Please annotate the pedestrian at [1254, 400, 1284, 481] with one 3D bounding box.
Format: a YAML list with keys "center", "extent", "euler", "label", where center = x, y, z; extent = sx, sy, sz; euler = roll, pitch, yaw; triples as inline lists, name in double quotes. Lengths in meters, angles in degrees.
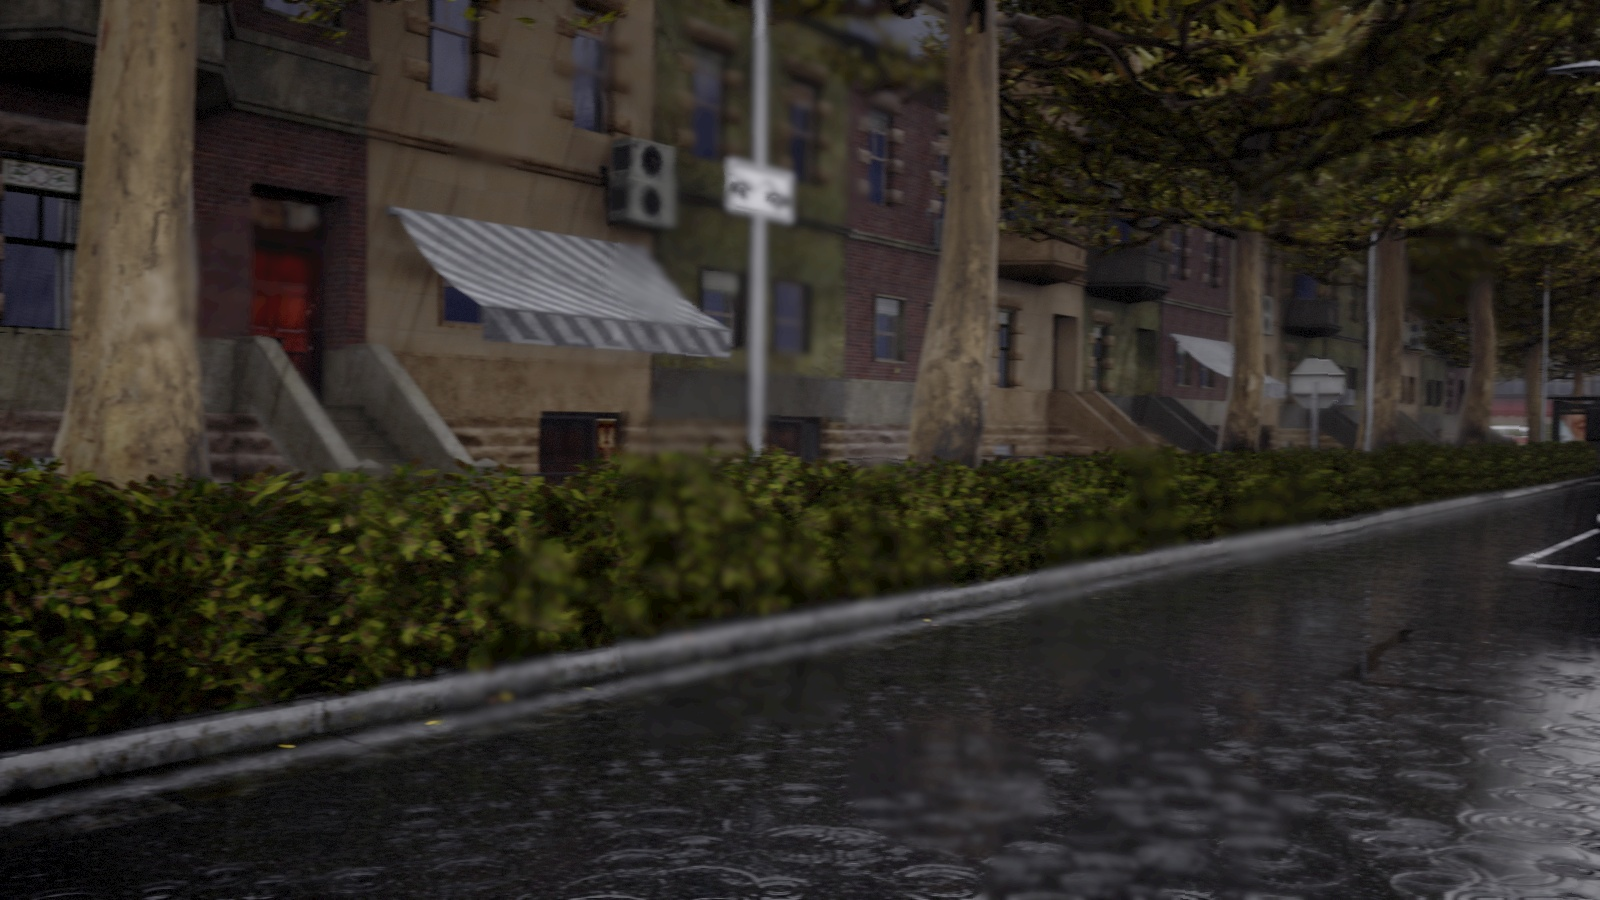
- center: [10.945, -0.229, 29.313]
  extent: [0.720, 1.854, 0.376]
  euler: [-2, 2, -43]
  label: "pedestrian"

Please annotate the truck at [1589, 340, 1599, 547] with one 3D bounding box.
- center: [12.129, -0.125, 16.247]
  extent: [2.627, 2.467, 5.204]
  euler: [0, 1, 39]
  label: "truck"
